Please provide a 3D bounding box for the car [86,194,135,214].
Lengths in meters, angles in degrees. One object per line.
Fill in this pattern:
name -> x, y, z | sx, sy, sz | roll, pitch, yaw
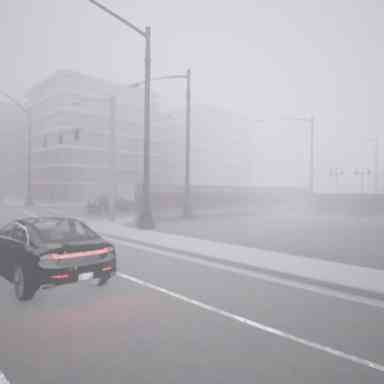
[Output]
car -> -6.885, 0.962, 29.309 | 4.553, 1.767, 2.097 | 0, 1, -45

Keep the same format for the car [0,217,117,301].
car -> -3.677, 1.362, 8.116 | 2.128, 1.511, 4.902 | 0, 1, -43
